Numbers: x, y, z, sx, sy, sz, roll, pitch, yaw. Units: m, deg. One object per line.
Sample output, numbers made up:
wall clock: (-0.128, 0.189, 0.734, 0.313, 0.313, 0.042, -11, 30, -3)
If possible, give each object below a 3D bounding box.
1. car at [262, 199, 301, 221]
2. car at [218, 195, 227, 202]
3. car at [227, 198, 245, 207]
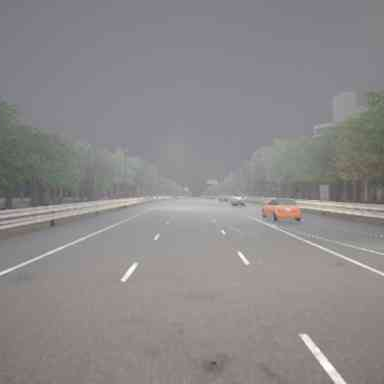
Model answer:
car: (7.151, 1.360, 27.115, 2.097, 1.767, 4.553, 0, 0, -2)
car: (7.092, 1.496, 77.120, 2.097, 1.767, 4.553, 0, 0, 0)
car: (7.010, 1.616, 51.903, 1.895, 1.301, 4.718, 0, 0, 0)
